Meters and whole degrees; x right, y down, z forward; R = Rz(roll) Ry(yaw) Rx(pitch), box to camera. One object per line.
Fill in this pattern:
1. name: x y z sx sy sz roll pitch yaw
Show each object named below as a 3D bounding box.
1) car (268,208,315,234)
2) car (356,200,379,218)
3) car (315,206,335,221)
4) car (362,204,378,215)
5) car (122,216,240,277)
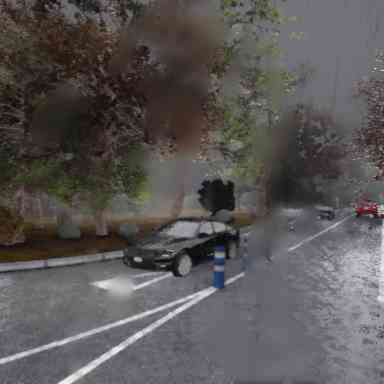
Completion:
1. car: 6.520 1.863 22.054 1.837 1.490 4.892 1 -1 30
2. car: 21.371 2.016 40.559 2.150 2.045 5.566 1 0 30
3. car: 13.448 2.098 34.025 2.033 1.411 5.357 1 0 30
4. car: 26.558 2.544 49.554 1.837 1.490 4.892 1 -1 30
5. car: -0.102 1.574 10.940 1.882 1.535 5.008 2 0 32
